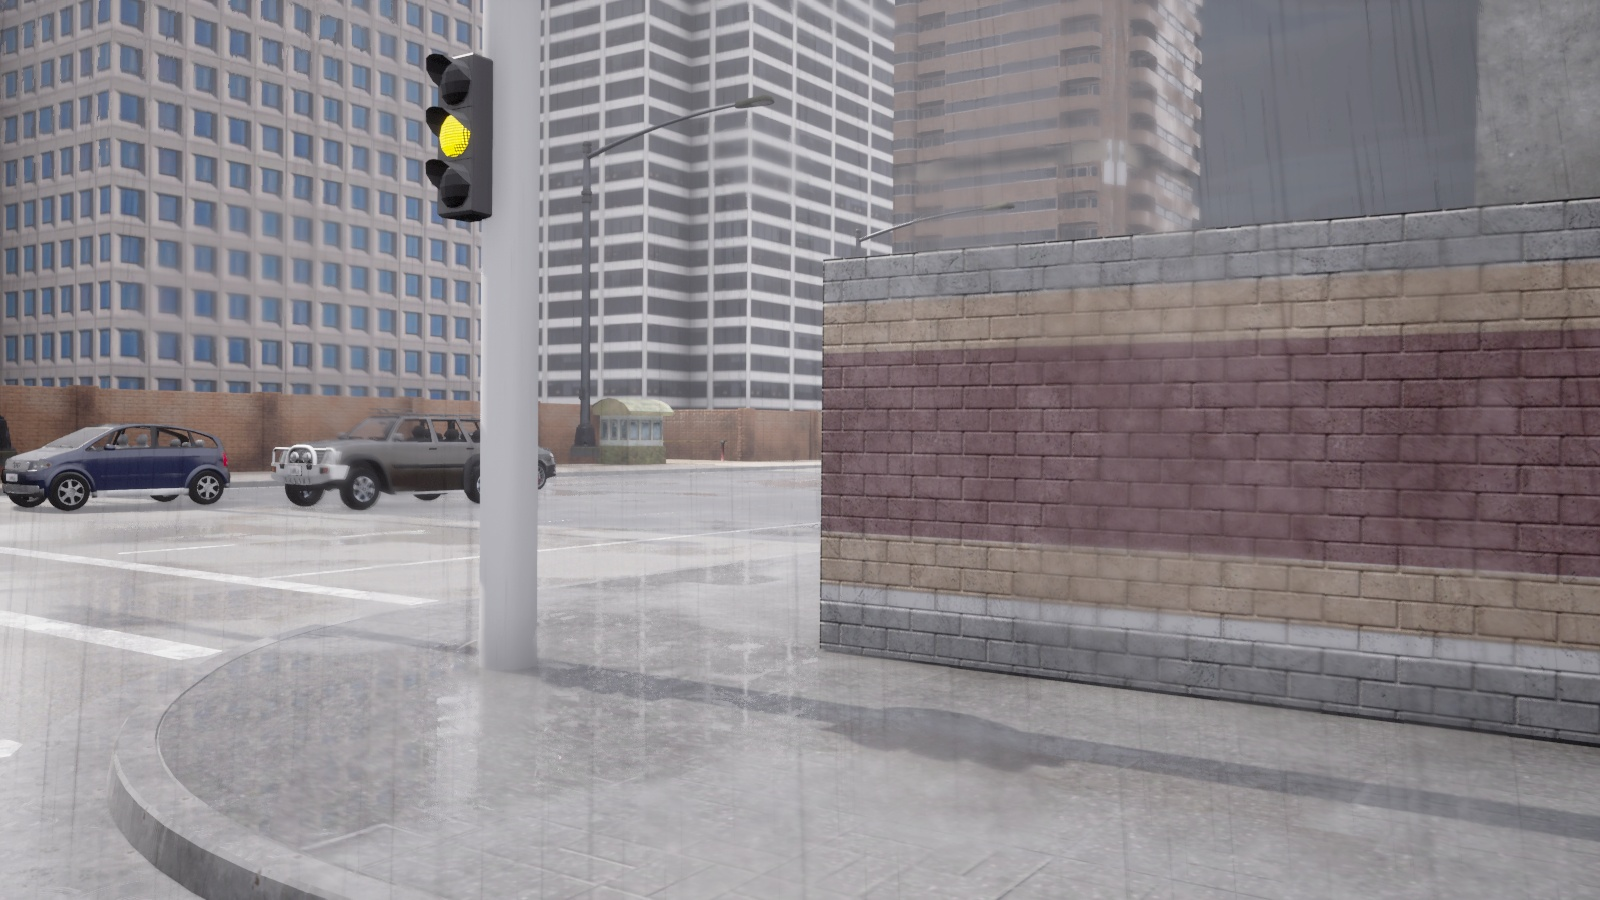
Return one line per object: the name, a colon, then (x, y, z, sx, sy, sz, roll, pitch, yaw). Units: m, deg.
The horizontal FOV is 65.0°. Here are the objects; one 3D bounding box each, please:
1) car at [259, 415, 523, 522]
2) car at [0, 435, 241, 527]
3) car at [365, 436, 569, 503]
car: (-7.761, 0.287, 24.273, 1.932, 1.855, 4.605, 0, 1, 34)
car: (-12.628, 0.506, 23.310, 1.789, 1.549, 3.705, 0, 1, 34)
car: (-7.915, 0.415, 30.289, 1.812, 1.442, 4.674, 0, 1, 34)
